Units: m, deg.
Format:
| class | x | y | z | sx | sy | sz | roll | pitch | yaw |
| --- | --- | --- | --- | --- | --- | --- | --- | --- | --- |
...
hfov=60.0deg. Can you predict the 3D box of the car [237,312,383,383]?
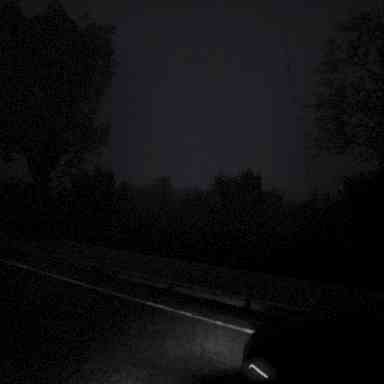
| class | x | y | z | sx | sy | sz | roll | pitch | yaw |
| --- | --- | --- | --- | --- | --- | --- | --- | --- | --- |
| car | 2.578 | 1.532 | 2.250 | 4.674 | 1.442 | 1.812 | 0 | 0 | 35 |
